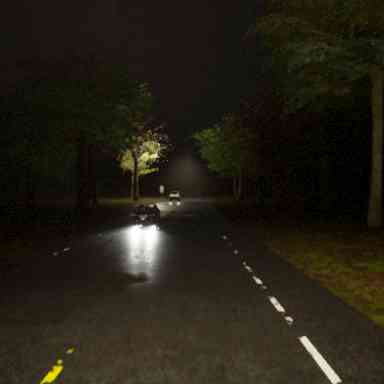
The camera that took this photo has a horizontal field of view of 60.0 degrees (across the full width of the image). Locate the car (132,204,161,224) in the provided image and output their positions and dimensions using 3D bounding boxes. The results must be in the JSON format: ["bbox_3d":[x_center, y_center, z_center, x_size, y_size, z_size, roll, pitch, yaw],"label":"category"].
[{"bbox_3d":[-3.604,1.707,26.922,2.128,1.511,4.902,0,0,0],"label":"car"}]

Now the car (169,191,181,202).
[{"bbox_3d":[-3.513,0.936,68.185,2.150,2.045,5.566,0,1,0],"label":"car"}]
